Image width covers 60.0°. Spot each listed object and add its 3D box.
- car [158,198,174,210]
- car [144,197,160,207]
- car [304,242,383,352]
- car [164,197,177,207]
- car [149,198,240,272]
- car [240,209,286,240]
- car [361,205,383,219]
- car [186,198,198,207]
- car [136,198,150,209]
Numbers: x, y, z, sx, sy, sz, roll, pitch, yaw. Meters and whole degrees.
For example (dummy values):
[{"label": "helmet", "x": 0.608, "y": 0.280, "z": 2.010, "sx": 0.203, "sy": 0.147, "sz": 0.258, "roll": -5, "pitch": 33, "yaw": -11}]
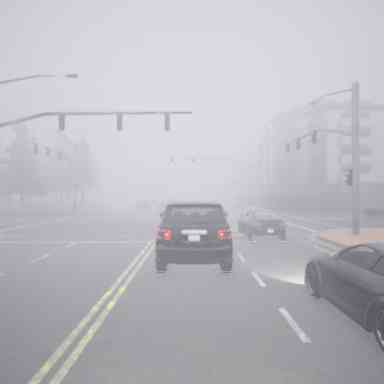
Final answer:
[{"label": "car", "x": -3.654, "y": 1.687, "z": 46.967, "sx": 1.882, "sy": 1.535, "sz": 5.008, "roll": 0, "pitch": 0, "yaw": 0}, {"label": "car", "x": -7.143, "y": 1.758, "z": 59.827, "sx": 2.128, "sy": 1.511, "sz": 4.902, "roll": 0, "pitch": 0, "yaw": 0}, {"label": "car", "x": 3.597, "y": 1.590, "z": 6.020, "sx": 1.994, "sy": 1.385, "sz": 4.181, "roll": 0, "pitch": 0, "yaw": -1}, {"label": "car", "x": -3.654, "y": 1.729, "z": 56.383, "sx": 1.882, "sy": 1.535, "sz": 5.008, "roll": 0, "pitch": 0, "yaw": 0}, {"label": "car", "x": 0.062, "y": 1.271, "z": 11.073, "sx": 2.150, "sy": 2.045, "sz": 5.566, "roll": 0, "pitch": 0, "yaw": 0}, {"label": "car", "x": 3.568, "y": 1.603, "z": 17.367, "sx": 1.812, "sy": 1.442, "sz": 4.674, "roll": 0, "pitch": 0, "yaw": 0}, {"label": "car", "x": 18.196, "y": 1.736, "z": 30.486, "sx": 4.718, "sy": 1.301, "sz": 1.895, "roll": 0, "pitch": 0, "yaw": -2}, {"label": "car", "x": 0.009, "y": 1.828, "z": 59.307, "sx": 1.994, "sy": 1.385, "sz": 4.181, "roll": 0, "pitch": 0, "yaw": 0}, {"label": "car", "x": -7.147, "y": 1.699, "z": 49.558, "sx": 1.882, "sy": 1.535, "sz": 5.008, "roll": 0, "pitch": 0, "yaw": 0}]
